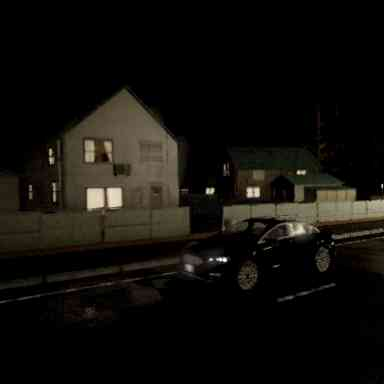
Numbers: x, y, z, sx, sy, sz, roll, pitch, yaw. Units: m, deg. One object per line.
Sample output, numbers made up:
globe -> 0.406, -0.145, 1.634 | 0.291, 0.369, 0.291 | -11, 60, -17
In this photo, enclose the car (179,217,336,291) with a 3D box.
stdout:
car -> 1.935, 1.470, 9.043 | 4.902, 1.511, 2.128 | 0, 0, -35
